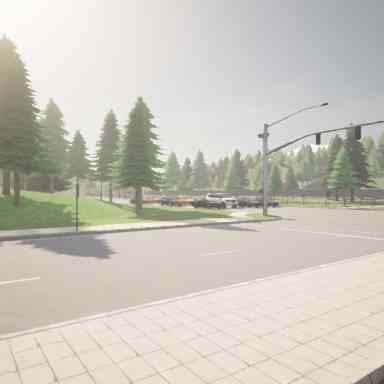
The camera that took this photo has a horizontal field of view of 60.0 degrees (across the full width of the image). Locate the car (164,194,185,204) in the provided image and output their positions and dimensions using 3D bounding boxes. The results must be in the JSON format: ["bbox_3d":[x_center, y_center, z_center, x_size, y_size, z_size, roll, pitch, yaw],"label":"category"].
[{"bbox_3d":[-3.404,1.353,64.144,2.097,1.767,4.553,0,0,-35],"label":"car"}]

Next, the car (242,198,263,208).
[{"bbox_3d":[7.682,1.547,48.315,2.033,1.411,5.357,0,0,-35],"label":"car"}]

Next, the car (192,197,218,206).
[{"bbox_3d":[2.170,1.601,56.162,1.895,1.301,4.718,0,0,-35],"label":"car"}]

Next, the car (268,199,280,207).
[{"bbox_3d":[10.608,1.547,50.244,2.033,1.411,5.357,0,0,-35],"label":"car"}]

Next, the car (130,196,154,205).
[{"bbox_3d":[-9.551,1.547,60.688,2.033,1.411,5.357,0,0,-36],"label":"car"}]

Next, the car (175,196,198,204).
[{"bbox_3d":[-1.143,1.547,67.058,2.033,1.411,5.357,0,0,-34],"label":"car"}]

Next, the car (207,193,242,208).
[{"bbox_3d":[4.124,1.221,47.298,2.150,2.045,5.566,0,0,-34],"label":"car"}]

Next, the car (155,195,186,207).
[{"bbox_3d":[-3.420,1.505,51.930,1.837,1.490,4.892,0,0,-35],"label":"car"}]

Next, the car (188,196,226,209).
[{"bbox_3d":[1.937,1.601,44.308,1.895,1.301,4.718,0,0,-35],"label":"car"}]

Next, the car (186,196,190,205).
[{"bbox_3d":[-1.489,1.478,55.273,1.882,1.535,5.008,0,0,-35],"label":"car"}]
